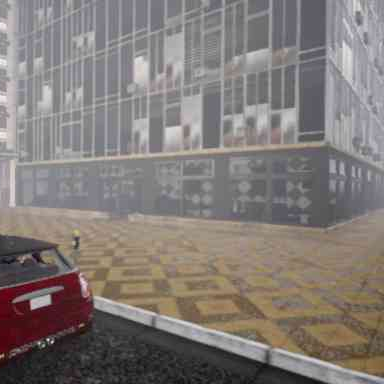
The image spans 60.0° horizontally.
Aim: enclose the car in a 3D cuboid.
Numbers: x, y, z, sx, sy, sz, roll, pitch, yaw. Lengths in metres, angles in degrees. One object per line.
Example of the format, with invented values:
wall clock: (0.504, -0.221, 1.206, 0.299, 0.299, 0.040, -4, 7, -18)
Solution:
car: (-3.506, 1.416, 5.364, 4.097, 1.590, 1.967, 0, 1, 36)
